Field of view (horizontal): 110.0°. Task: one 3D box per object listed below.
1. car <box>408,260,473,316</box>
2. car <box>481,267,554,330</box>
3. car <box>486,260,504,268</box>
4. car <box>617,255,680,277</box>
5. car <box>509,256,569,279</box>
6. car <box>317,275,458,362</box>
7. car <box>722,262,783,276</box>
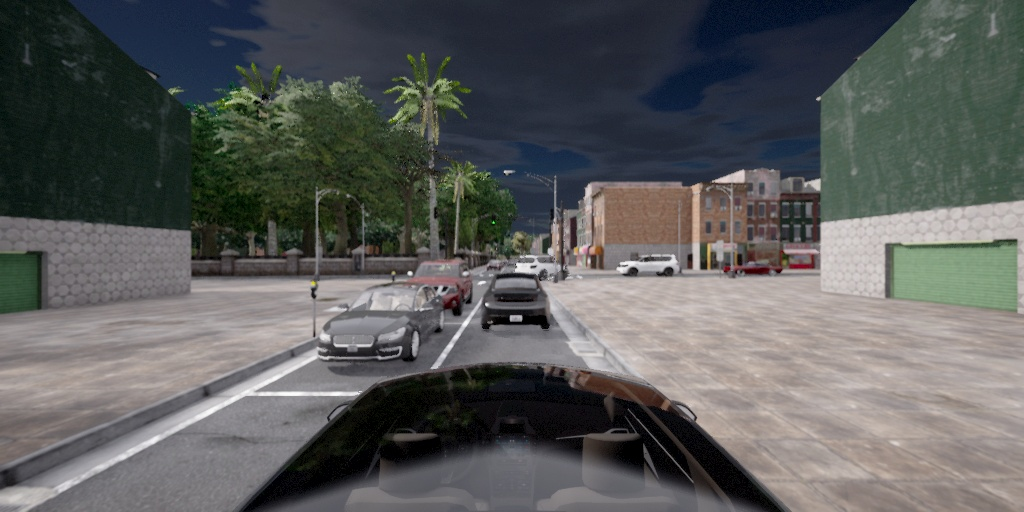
[{"bbox_3d":[-2.637,1.072,13.574,2.192,1.841,5.009,0,0,0],"label":"car"},{"bbox_3d":[0.100,1.261,11.162,1.837,1.490,4.892,0,0,0],"label":"car"},{"bbox_3d":[-2.633,1.308,51.720,1.967,1.591,4.097,0,0,0],"label":"car"},{"bbox_3d":[12.860,0.911,33.943,5.566,2.045,2.150,0,0,0],"label":"car"},{"bbox_3d":[2.575,0.998,29.722,2.150,2.045,5.566,-2,-1,39],"label":"car"},{"bbox_3d":[-2.637,1.303,8.111,2.007,1.370,4.403,0,0,0],"label":"car"},{"bbox_3d":[22.681,1.228,33.954,4.718,1.301,1.895,0,0,0],"label":"car"}]
